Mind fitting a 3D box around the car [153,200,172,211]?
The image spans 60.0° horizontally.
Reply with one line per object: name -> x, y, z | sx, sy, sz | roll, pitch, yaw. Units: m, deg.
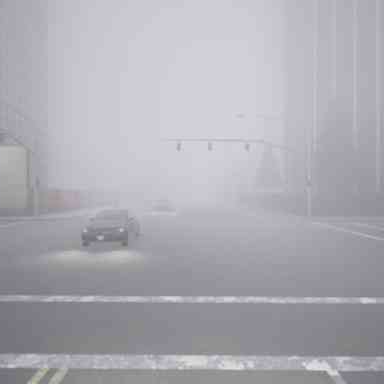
car -> -3.512, 1.587, 40.040 | 1.895, 1.301, 4.718 | 0, 0, 0

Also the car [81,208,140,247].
car -> -3.502, 1.494, 15.087 | 1.812, 1.442, 4.674 | 0, 0, 0
